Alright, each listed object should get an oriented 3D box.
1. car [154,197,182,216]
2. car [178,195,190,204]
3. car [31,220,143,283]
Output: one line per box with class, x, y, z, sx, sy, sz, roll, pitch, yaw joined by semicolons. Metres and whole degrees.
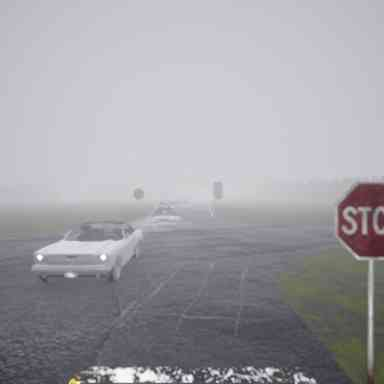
car;-2.290;1.411;30.696;1.895;1.301;4.718;0;0;2
car;-1.451;1.192;52.866;1.812;1.442;4.674;0;1;3
car;-2.697;1.539;9.637;1.895;1.301;4.718;0;0;1
